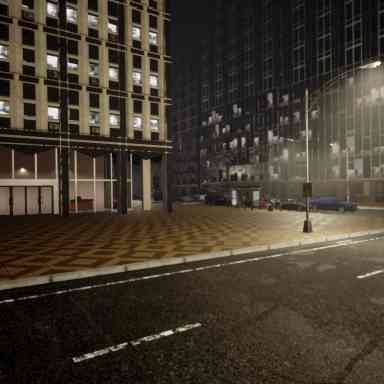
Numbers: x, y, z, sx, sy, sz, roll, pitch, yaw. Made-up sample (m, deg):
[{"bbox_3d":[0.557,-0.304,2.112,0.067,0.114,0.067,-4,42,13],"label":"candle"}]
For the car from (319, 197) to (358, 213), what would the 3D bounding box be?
[{"bbox_3d":[14.566,1.315,34.568,1.882,1.535,5.008,-1,1,-35],"label":"car"}]

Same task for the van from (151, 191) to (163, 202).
[{"bbox_3d":[-5.242,0.935,58.775,1.690,1.788,3.998,0,1,-35],"label":"van"}]

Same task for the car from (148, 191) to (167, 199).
[{"bbox_3d":[-8.013,0.612,77.569,2.192,1.841,5.009,0,1,-35],"label":"car"}]

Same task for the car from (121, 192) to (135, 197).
[{"bbox_3d":[-17.685,0.685,91.613,2.008,1.369,4.403,0,1,-35],"label":"car"}]

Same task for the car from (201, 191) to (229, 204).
[{"bbox_3d":[3.867,1.018,50.115,2.097,1.767,4.553,-1,1,-34],"label":"car"}]

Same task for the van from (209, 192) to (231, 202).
[{"bbox_3d":[4.883,0.853,58.846,1.690,1.788,3.998,-1,1,-35],"label":"van"}]

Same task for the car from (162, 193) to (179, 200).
[{"bbox_3d":[-4.789,0.933,72.892,1.802,1.307,4.206,0,1,-35],"label":"car"}]

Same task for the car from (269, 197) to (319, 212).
[{"bbox_3d":[10.770,1.422,35.301,1.947,1.339,4.313,-1,1,-35],"label":"car"}]

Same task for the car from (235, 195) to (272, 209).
[{"bbox_3d":[7.560,1.386,39.994,1.802,1.307,4.206,-1,1,-35],"label":"car"}]

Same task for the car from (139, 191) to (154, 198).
[{"bbox_3d":[-11.237,0.683,82.251,1.967,1.590,4.097,0,1,-35],"label":"car"}]

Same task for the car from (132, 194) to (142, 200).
[{"bbox_3d":[-11.691,1.037,68.139,2.008,1.369,4.403,0,1,-35],"label":"car"}]

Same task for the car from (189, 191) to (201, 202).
[{"bbox_3d":[2.363,0.769,57.920,2.150,2.045,5.566,-1,1,-35],"label":"car"}]

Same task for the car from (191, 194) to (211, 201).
[{"bbox_3d":[1.659,1.041,63.530,1.802,1.307,4.206,-1,1,-35],"label":"car"}]

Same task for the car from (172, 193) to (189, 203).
[{"bbox_3d":[-1.934,1.096,58.620,1.812,1.442,4.674,-1,1,-34],"label":"car"}]

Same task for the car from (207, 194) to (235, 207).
[{"bbox_3d":[4.384,1.317,44.707,1.947,1.339,4.313,-1,1,-35],"label":"car"}]
